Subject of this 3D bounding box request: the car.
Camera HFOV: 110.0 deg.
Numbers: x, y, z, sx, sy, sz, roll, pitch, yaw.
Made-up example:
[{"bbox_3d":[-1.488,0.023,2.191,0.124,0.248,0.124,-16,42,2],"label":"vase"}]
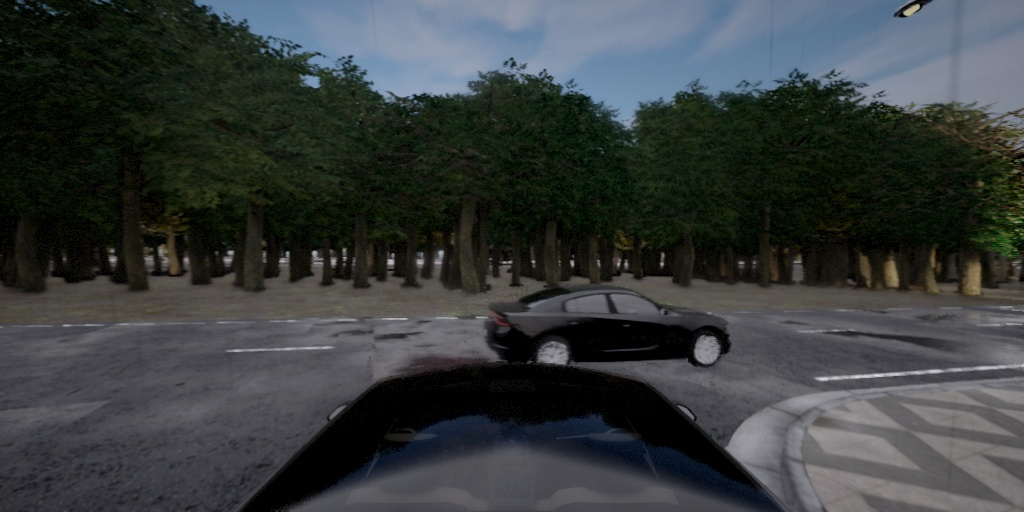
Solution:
[{"bbox_3d":[1.924,1.330,7.339,5.008,1.535,1.882,1,0,-12],"label":"car"}]
